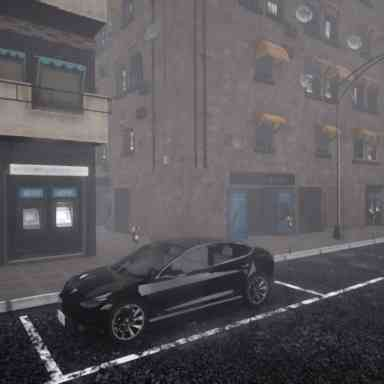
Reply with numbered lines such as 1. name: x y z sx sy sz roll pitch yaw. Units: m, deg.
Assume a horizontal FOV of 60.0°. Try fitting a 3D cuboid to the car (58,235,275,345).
1. car: -0.243 1.565 6.402 4.313 1.339 1.947 0 0 -36
